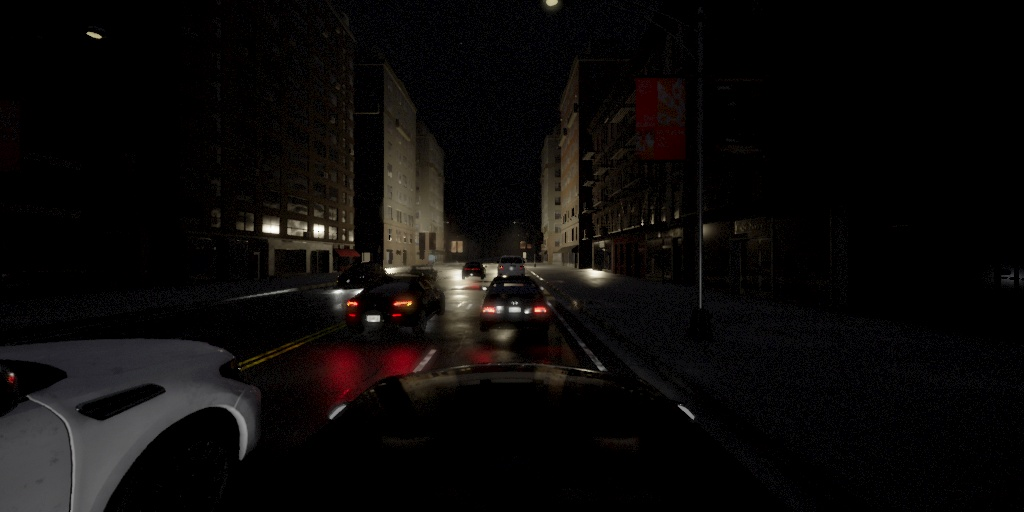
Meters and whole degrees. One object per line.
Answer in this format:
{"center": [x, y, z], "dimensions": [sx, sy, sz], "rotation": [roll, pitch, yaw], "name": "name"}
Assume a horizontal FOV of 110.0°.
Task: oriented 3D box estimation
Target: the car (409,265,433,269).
{"center": [-6.745, 1.362, 26.209], "dimensions": [1.895, 1.301, 4.718], "rotation": [0, 0, 0], "name": "car"}

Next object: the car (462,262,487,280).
{"center": [-3.323, 1.270, 31.716], "dimensions": [1.837, 1.490, 4.892], "rotation": [0, 0, -1], "name": "car"}

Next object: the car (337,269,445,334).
{"center": [-3.200, 1.277, 10.558], "dimensions": [1.812, 1.442, 4.674], "rotation": [0, 0, 0], "name": "car"}

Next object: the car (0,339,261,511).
{"center": [-3.138, 0.970, 0.572], "dimensions": [2.150, 2.045, 5.566], "rotation": [0, 0, 0], "name": "car"}

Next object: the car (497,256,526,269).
{"center": [-0.061, 0.985, 29.374], "dimensions": [2.150, 2.045, 5.566], "rotation": [0, 0, 0], "name": "car"}

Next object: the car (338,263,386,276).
{"center": [-9.983, 1.264, 24.212], "dimensions": [1.837, 1.490, 4.892], "rotation": [0, 0, 0], "name": "car"}

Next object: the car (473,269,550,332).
{"center": [0.049, 1.299, 10.841], "dimensions": [2.033, 1.411, 5.357], "rotation": [0, 0, 0], "name": "car"}
